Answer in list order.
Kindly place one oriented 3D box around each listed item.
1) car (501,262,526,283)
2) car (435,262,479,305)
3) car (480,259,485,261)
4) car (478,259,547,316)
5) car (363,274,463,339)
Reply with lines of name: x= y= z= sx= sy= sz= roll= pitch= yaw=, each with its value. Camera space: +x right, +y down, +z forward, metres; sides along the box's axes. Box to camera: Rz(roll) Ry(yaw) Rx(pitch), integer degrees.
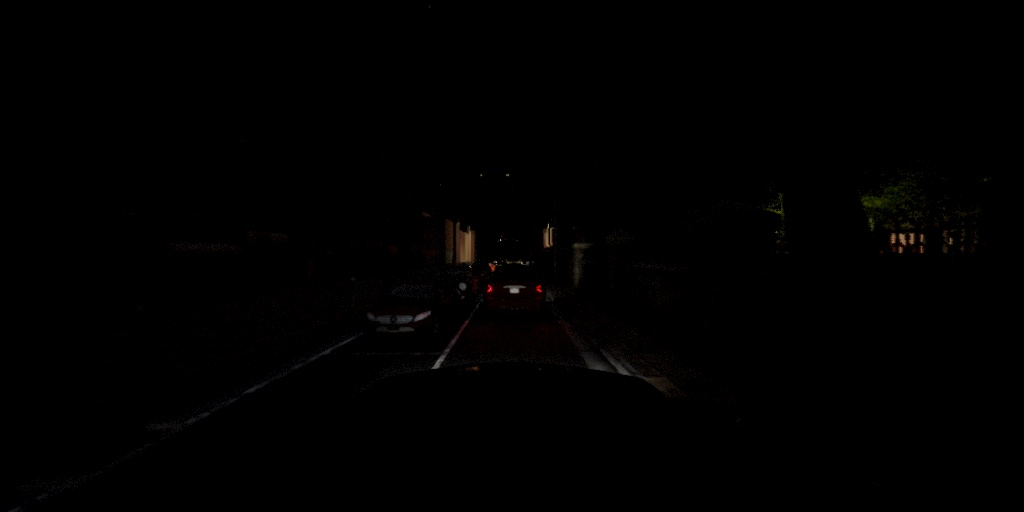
car: x=0.098 y=1.278 z=29.085 sx=1.837 sy=1.490 sz=4.892 roll=0 pitch=0 yaw=0
car: x=-2.631 y=1.202 z=15.714 sx=1.967 sy=1.591 sz=4.097 roll=0 pitch=0 yaw=0
car: x=-3.005 y=1.284 z=35.439 sx=1.837 sy=1.490 sz=4.892 roll=0 pitch=0 yaw=0
car: x=0.088 y=1.113 z=13.468 sx=2.097 sy=1.767 sz=4.553 roll=0 pitch=0 yaw=0
car: x=-2.634 y=1.339 z=10.038 sx=1.802 sy=1.307 sz=4.207 roll=0 pitch=0 yaw=0
